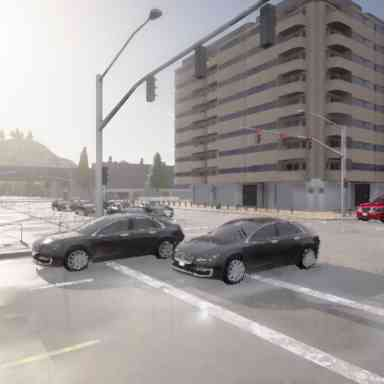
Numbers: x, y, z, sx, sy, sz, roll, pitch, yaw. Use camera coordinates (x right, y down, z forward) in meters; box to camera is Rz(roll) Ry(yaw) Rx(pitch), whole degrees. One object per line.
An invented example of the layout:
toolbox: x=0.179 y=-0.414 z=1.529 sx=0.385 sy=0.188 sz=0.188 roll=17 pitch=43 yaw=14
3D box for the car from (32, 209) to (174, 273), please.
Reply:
car: x=-2.505 y=1.506 z=10.826 sx=4.892 sy=1.490 sz=1.837 roll=0 pitch=0 yaw=-36

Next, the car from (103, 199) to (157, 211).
car: x=-5.063 y=1.547 z=25.796 sx=2.128 sy=1.511 sz=4.902 roll=0 pitch=0 yaw=-35

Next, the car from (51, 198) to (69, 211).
car: x=-16.115 y=1.547 z=41.424 sx=2.128 sy=1.511 sz=4.902 roll=0 pitch=0 yaw=-35

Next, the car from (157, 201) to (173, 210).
car: x=-3.395 y=1.547 z=29.499 sx=2.128 sy=1.511 sz=4.902 roll=0 pitch=0 yaw=-35

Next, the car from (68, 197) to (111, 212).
car: x=-10.309 y=1.547 z=33.209 sx=2.128 sy=1.511 sz=4.902 roll=0 pitch=0 yaw=-35

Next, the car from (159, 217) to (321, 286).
car: x=1.720 y=1.518 z=9.555 sx=4.892 sy=1.490 sz=1.837 roll=1 pitch=0 yaw=-36

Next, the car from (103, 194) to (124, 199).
car: x=-9.095 y=1.277 z=37.551 sx=2.150 sy=2.045 sz=5.566 roll=0 pitch=0 yaw=-35

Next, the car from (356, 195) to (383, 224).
car: x=14.975 y=1.237 z=24.768 sx=5.566 sy=2.045 sz=2.150 roll=0 pitch=1 yaw=-20

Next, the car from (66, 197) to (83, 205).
car: x=-22.008 y=1.619 z=62.189 sx=1.994 sy=1.385 sz=4.181 roll=0 pitch=0 yaw=-35
